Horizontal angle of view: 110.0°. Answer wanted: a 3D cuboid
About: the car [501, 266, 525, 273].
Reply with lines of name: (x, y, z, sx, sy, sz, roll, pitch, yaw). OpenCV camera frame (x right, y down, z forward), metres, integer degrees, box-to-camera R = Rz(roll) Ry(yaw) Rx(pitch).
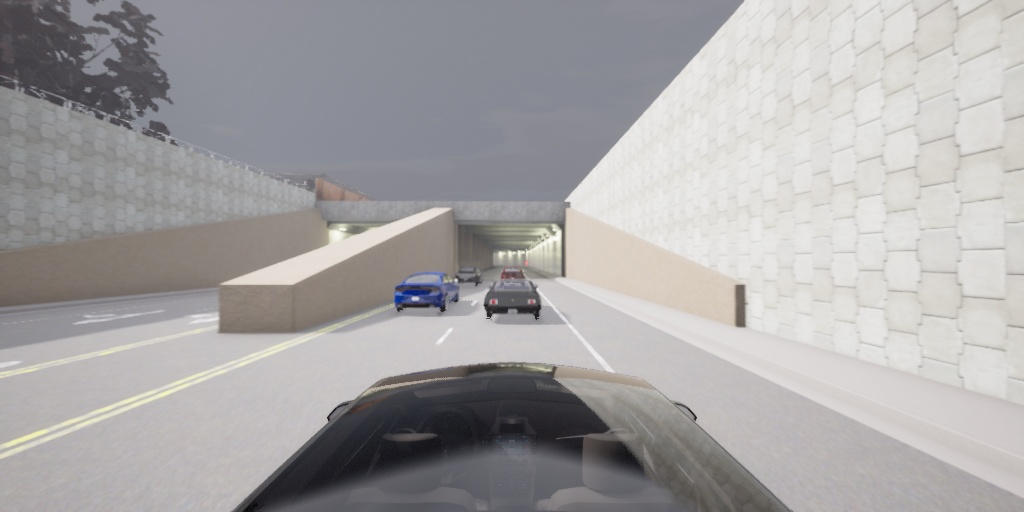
car: (0.061, 1.597, 30.342, 1.882, 1.535, 5.008, 0, 0, 0)

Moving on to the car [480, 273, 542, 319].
car: (0.043, 1.504, 13.540, 1.895, 1.301, 4.718, 0, -1, 1)

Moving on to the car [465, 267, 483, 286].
car: (-3.448, 1.597, 29.155, 2.128, 1.511, 4.902, 0, -1, 0)

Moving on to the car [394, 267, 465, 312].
car: (-3.442, 1.403, 15.319, 1.882, 1.535, 5.008, 0, 0, 0)
